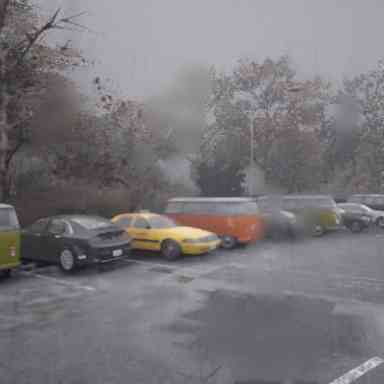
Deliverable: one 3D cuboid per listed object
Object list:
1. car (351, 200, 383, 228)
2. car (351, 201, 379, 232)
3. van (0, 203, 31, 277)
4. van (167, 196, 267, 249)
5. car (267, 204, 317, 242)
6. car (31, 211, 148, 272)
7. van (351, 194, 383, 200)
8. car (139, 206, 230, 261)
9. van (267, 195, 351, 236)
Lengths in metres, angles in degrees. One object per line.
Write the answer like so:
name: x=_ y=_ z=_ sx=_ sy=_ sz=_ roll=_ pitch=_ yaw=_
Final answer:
car: x=10.301 y=1.425 z=20.936 sx=4.674 sy=1.452 sz=2.002 roll=-1 pitch=-1 yaw=34
car: x=7.906 y=1.436 z=19.223 sx=4.674 sy=1.452 sz=2.002 roll=-1 pitch=-1 yaw=34
van: x=-6.573 y=1.264 z=9.015 sx=4.442 sy=1.987 sz=1.878 roll=-1 pitch=0 yaw=35
van: x=0.616 y=1.212 z=14.152 sx=4.442 sy=1.987 sz=1.878 roll=-1 pitch=0 yaw=34
car: x=3.113 y=1.460 z=15.793 sx=4.674 sy=1.452 sz=2.002 roll=-1 pitch=0 yaw=34
car: x=-4.071 y=1.470 z=10.659 sx=4.892 sy=1.521 sz=2.231 roll=-1 pitch=0 yaw=34
van: x=12.596 y=1.152 z=22.705 sx=4.442 sy=1.987 sz=1.878 roll=-1 pitch=0 yaw=34
car: x=-1.525 y=1.446 z=12.273 sx=5.366 sy=1.575 sz=1.946 roll=-1 pitch=-1 yaw=34
van: x=5.605 y=1.181 z=17.449 sx=4.442 sy=1.987 sz=1.878 roll=-1 pitch=-1 yaw=34
